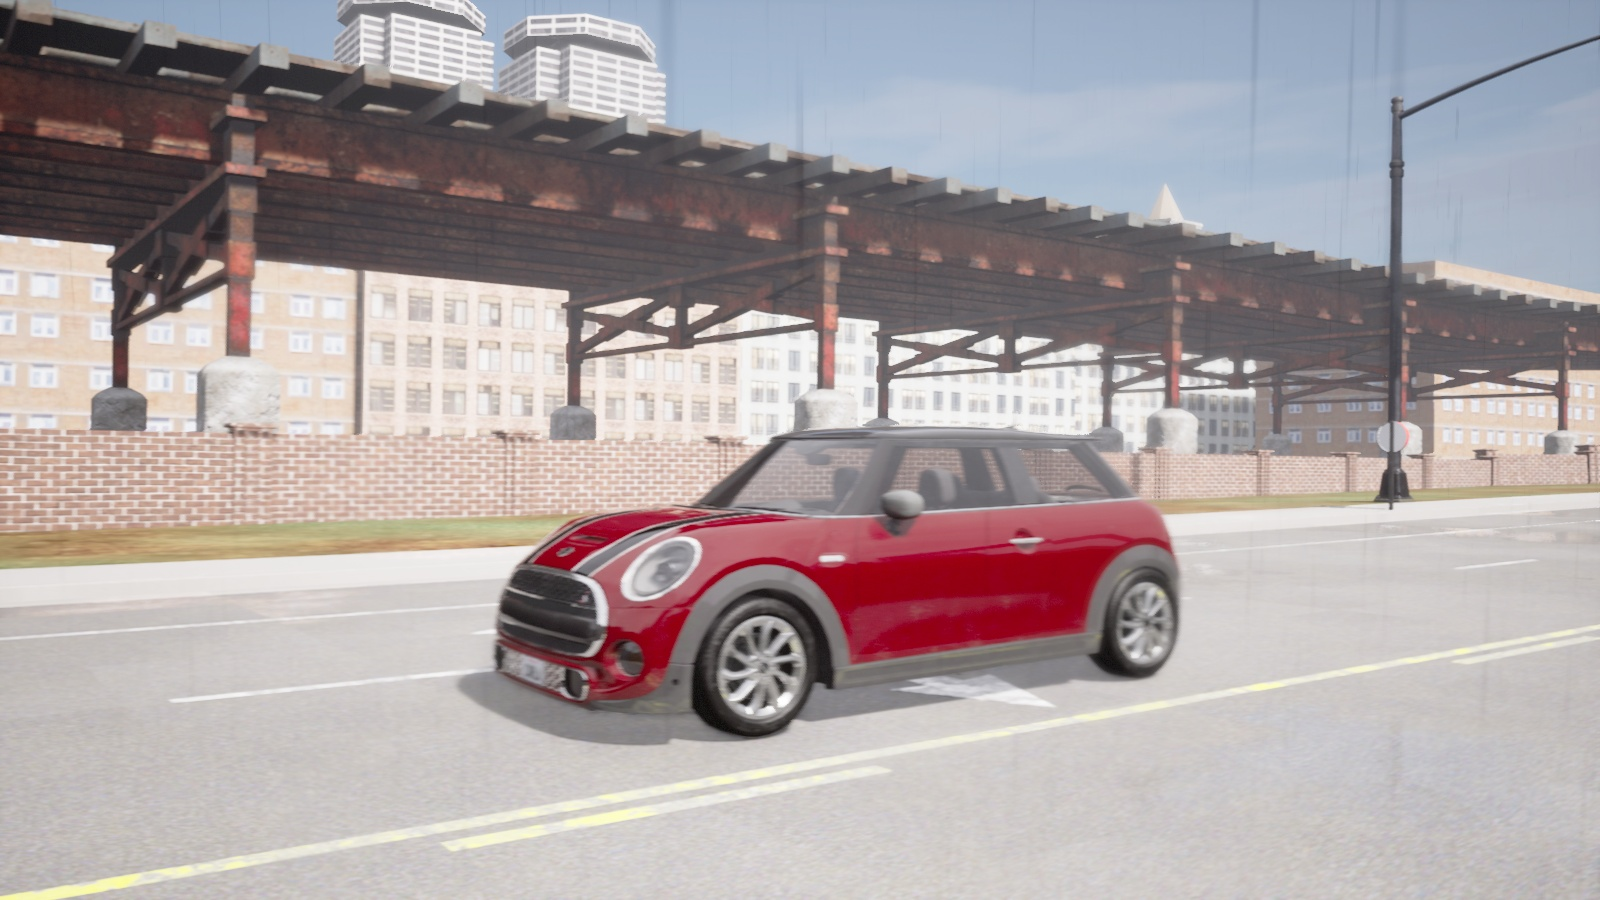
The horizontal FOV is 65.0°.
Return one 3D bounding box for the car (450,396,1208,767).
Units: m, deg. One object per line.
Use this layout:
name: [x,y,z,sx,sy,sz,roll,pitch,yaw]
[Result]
car: [0.319,0.626,8.145,4.553,1.767,2.097,0,0,-35]
